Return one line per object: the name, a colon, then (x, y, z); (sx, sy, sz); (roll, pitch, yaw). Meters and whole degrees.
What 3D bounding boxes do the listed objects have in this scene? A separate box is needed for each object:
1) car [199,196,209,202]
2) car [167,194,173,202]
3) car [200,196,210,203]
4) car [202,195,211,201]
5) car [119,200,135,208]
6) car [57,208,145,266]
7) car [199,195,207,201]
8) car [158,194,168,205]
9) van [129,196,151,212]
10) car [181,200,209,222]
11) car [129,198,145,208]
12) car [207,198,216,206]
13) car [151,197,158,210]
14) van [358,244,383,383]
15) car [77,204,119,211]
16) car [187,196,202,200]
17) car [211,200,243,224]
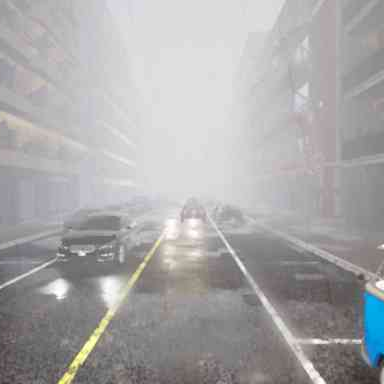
car: (2.679, 1.504, 73.916); (2.008, 1.369, 4.403); (-1, 0, 0)
car: (-5.705, 1.271, 68.405); (2.192, 1.841, 5.009); (-1, 0, 0)
car: (2.679, 1.500, 68.393); (1.887, 1.381, 4.507); (-1, 0, 0)
car: (2.680, 1.516, 46.299); (2.008, 1.369, 4.403); (-1, 0, 0)
car: (-5.699, 1.525, 24.218); (1.887, 1.381, 4.507); (0, 0, 0)
car: (-3.026, 1.497, 11.648); (1.837, 1.490, 4.892); (0, -1, 0)
car: (2.678, 1.477, 79.609); (1.752, 1.417, 4.829); (-1, 0, 0)
car: (-5.702, 1.526, 57.360); (1.947, 1.339, 4.313); (-1, 0, 0)
van: (-5.702, 1.313, 35.265); (1.690, 1.788, 3.998); (-1, 0, 0)
car: (0.099, 1.579, 26.525); (1.895, 1.301, 4.718); (0, 0, 0)
car: (-5.700, 1.520, 29.742); (1.887, 1.381, 4.507); (0, 0, 0)
car: (2.681, 1.527, 29.729); (2.008, 1.369, 4.403); (-1, 0, 0)
car: (-5.702, 1.409, 40.789); (1.967, 1.590, 4.097); (-1, 0, 0)
van: (2.681, 1.339, 2.113); (1.690, 1.788, 3.998); (-1, 0, 0)
car: (-5.699, 1.550, 18.694); (1.947, 1.339, 4.313); (0, 0, 0)
car: (0.098, 1.471, 46.018); (1.837, 1.490, 4.892); (0, 0, 0)
car: (2.681, 1.531, 24.205); (2.008, 1.369, 4.403); (-1, 0, 0)
